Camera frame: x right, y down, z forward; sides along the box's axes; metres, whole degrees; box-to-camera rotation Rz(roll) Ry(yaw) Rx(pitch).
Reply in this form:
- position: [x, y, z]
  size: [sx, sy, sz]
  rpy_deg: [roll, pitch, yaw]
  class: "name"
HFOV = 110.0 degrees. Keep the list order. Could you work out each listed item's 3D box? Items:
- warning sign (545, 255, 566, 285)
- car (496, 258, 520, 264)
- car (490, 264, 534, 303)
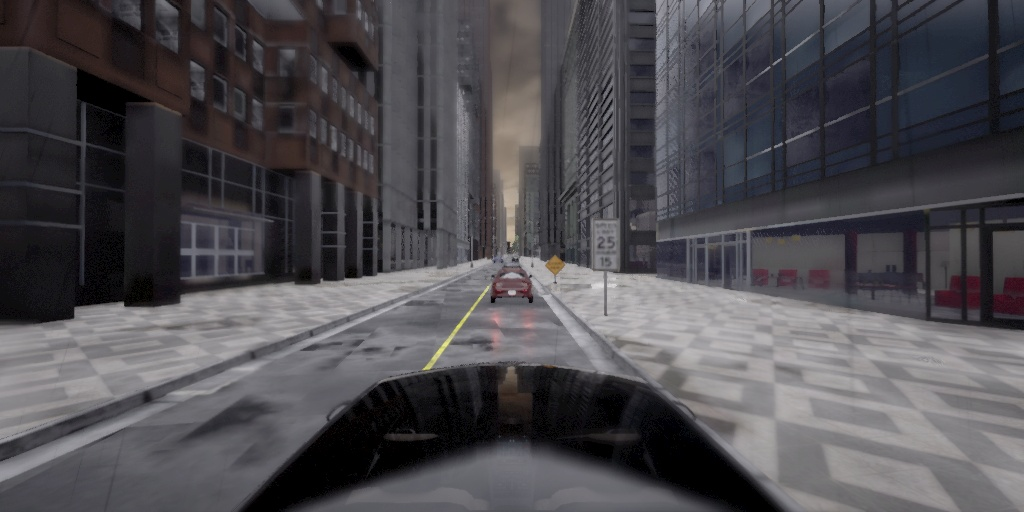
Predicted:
- position: [2.718, 0.860, 22.488]
  size: [1.300, 1.860, 1.060]
  rpy_deg: [0, 0, 0]
  class: "warning sign"
- position: [0.000, 1.227, 31.499]
  size: [2.128, 1.511, 4.902]
  rpy_deg: [0, 0, 0]
  class: "car"
- position: [0.000, 1.282, 16.499]
  size: [1.812, 1.442, 4.674]
  rpy_deg: [0, 0, 0]
  class: "car"
